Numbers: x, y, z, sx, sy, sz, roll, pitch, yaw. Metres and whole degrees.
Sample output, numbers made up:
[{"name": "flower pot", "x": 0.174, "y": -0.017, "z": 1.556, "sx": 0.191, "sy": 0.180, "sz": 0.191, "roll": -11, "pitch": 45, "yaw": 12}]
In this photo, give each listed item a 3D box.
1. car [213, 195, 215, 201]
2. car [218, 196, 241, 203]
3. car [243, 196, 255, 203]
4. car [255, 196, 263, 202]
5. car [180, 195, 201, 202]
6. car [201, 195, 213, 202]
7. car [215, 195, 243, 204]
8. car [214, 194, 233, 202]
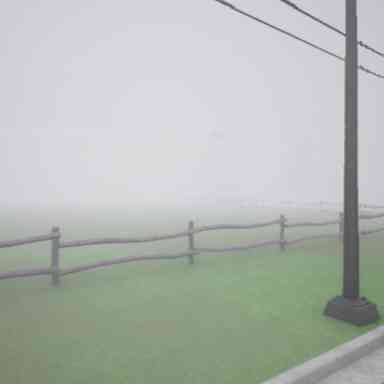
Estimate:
[{"name": "car", "x": 4.927, "y": 1.561, "z": 81.065, "sx": 1.837, "sy": 1.490, "sz": 4.892, "roll": 0, "pitch": 0, "yaw": -35}, {"name": "car", "x": 7.920, "y": 1.588, "z": 70.715, "sx": 1.882, "sy": 1.535, "sz": 5.008, "roll": 0, "pitch": 0, "yaw": -35}, {"name": "car", "x": 10.783, "y": 1.596, "z": 72.729, "sx": 1.882, "sy": 1.535, "sz": 5.008, "roll": 0, "pitch": 0, "yaw": -35}, {"name": "car", "x": 13.694, "y": 1.651, "z": 74.672, "sx": 2.128, "sy": 1.511, "sz": 4.902, "roll": 0, "pitch": 0, "yaw": -35}, {"name": "car", "x": -0.784, "y": 1.406, "z": 77.019, "sx": 2.097, "sy": 1.767, "sz": 4.553, "roll": 0, "pitch": 0, "yaw": -35}, {"name": "car", "x": 2.080, "y": 1.411, "z": 79.030, "sx": 2.097, "sy": 1.767, "sz": 4.553, "roll": 0, "pitch": 0, "yaw": -35}, {"name": "car", "x": 7.190, "y": 1.703, "z": 65.683, "sx": 1.895, "sy": 1.301, "sz": 4.718, "roll": 0, "pitch": 0, "yaw": -35}, {"name": "car", "x": 7.808, "y": 1.425, "z": 83.053, "sx": 2.097, "sy": 1.767, "sz": 4.553, "roll": 0, "pitch": 0, "yaw": -35}]
